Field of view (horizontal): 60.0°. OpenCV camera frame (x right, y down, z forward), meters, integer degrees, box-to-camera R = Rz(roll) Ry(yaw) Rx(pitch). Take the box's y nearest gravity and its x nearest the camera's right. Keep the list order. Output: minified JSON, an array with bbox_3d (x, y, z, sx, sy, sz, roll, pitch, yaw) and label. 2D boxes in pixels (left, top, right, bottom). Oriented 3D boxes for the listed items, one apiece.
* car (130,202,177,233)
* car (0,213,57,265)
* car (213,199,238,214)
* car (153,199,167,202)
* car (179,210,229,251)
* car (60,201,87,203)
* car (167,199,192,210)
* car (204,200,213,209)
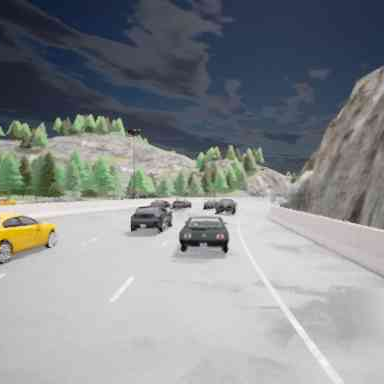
[{"bbox_3d":[-2.364,1.571,20.403,1.837,1.490,4.892,0,0,7],"label":"car"},{"bbox_3d":[-6.600,1.465,11.739,1.882,1.535,5.008,0,0,4],"label":"car"},{"bbox_3d":[4.086,1.554,38.244,2.097,1.767,4.553,1,0,12],"label":"car"},{"bbox_3d":[-4.503,1.725,47.743,1.994,1.385,4.181,0,0,15],"label":"car"},{"bbox_3d":[0.596,1.669,14.449,1.895,1.301,4.718,1,0,4],"label":"car"},{"bbox_3d":[-15.877,1.606,45.634,1.994,1.385,4.181,0,0,13],"label":"car"},{"bbox_3d":[-1.314,1.677,46.189,2.128,1.511,4.902,0,0,15],"label":"car"},{"bbox_3d":[3.034,1.802,48.936,1.994,1.385,4.181,0,0,16],"label":"car"}]
